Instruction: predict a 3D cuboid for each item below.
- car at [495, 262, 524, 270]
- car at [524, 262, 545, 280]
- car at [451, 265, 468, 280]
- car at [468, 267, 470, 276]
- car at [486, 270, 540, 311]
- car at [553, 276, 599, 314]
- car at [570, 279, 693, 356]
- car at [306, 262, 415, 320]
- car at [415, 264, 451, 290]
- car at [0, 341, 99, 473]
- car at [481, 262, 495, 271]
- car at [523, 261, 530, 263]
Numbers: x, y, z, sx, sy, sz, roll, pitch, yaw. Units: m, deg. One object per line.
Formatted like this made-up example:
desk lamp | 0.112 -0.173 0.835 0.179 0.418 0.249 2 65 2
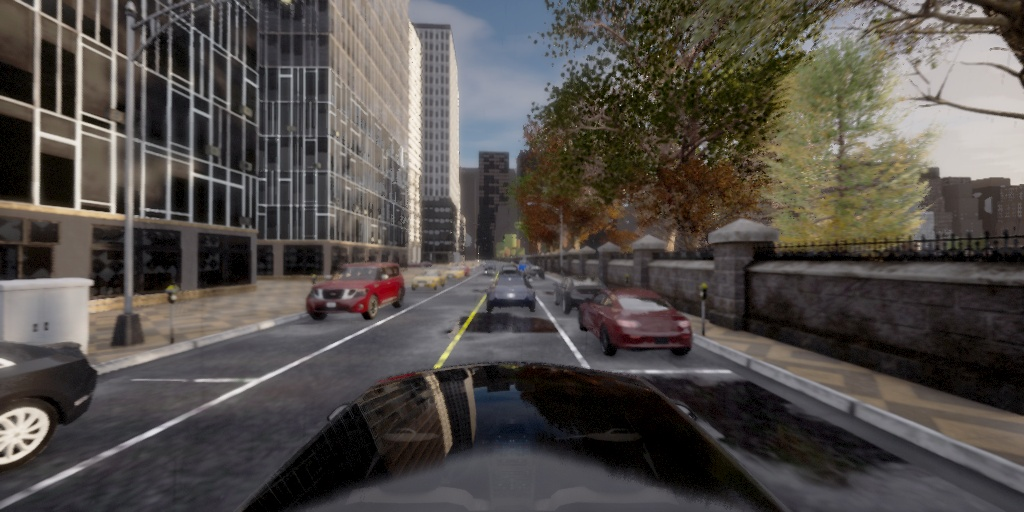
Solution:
car | -0.192 1.548 30.354 1.837 1.490 4.892 0 0 0
car | 2.394 1.654 36.656 2.007 1.370 4.403 0 0 -1
car | -5.761 1.622 35.791 1.751 1.417 4.829 0 0 -1
car | -5.873 1.698 41.603 1.888 1.381 4.507 0 0 -1
car | -0.027 1.455 15.366 1.994 1.385 4.181 0 0 0
car | 2.672 1.428 14.174 2.007 1.370 4.403 0 0 0
car | 2.701 1.403 8.554 1.802 1.307 4.207 0 0 0
car | -5.493 1.185 13.388 2.192 1.841 5.009 0 0 0
car | -5.594 1.510 24.501 1.751 1.417 4.829 0 0 -1
car | -5.457 1.305 2.109 2.007 1.370 4.403 0 0 0
car | -3.702 1.909 61.315 1.994 1.385 4.181 0 -1 -1
car | 2.282 1.684 42.449 1.751 1.417 4.829 0 0 -1
